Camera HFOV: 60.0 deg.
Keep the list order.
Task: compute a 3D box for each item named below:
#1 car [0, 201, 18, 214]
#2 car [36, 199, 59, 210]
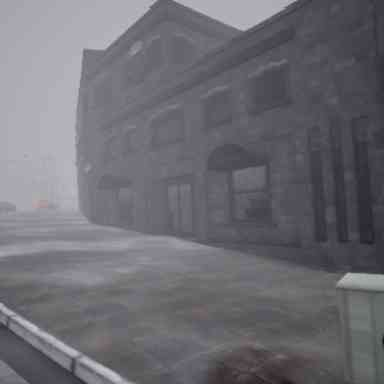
[{"bbox_3d":[-23.411,1.895,41.048,1.837,1.490,4.892,-3,-1,-2],"label":"car"},{"bbox_3d":[-23.695,1.958,54.638,2.097,1.767,4.553,-3,-1,0],"label":"car"}]
